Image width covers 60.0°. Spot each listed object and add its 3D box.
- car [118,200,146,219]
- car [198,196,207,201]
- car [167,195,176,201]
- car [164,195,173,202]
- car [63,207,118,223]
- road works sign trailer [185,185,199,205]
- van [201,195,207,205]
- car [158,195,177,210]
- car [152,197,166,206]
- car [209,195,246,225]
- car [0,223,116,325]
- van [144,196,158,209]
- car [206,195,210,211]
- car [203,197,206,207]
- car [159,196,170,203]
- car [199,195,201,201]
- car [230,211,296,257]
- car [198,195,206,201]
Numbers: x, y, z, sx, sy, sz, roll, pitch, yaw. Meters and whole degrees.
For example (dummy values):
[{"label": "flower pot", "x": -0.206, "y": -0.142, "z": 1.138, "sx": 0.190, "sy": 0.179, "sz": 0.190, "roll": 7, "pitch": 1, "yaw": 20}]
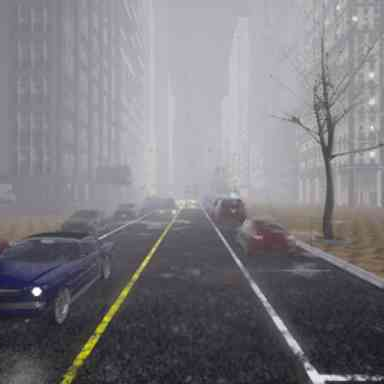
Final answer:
[{"label": "car", "x": -5.687, "y": 1.599, "z": 29.802, "sx": 1.947, "sy": 1.339, "sz": 4.313, "roll": 0, "pitch": 0, "yaw": 0}, {"label": "car", "x": 2.689, "y": 1.658, "z": 86.672, "sx": 2.008, "sy": 1.369, "sz": 4.403, "roll": 0, "pitch": 0, "yaw": 0}, {"label": "car", "x": -5.692, "y": 1.665, "z": 92.382, "sx": 2.008, "sy": 1.369, "sz": 4.403, "roll": 0, "pitch": 0, "yaw": 0}, {"label": "car", "x": -5.689, "y": 1.538, "z": 81.005, "sx": 1.967, "sy": 1.590, "sz": 4.097, "roll": 0, "pitch": 0, "yaw": 0}, {"label": "car", "x": -5.687, "y": 1.586, "z": 18.423, "sx": 1.947, "sy": 1.339, "sz": 4.313, "roll": 0, "pitch": 0, "yaw": 0}, {"label": "road works sign trailer", "x": 0.020, "y": 0.534, "z": 59.192, "sx": 2.380, "sy": 3.560, "sz": 2.880, "roll": 0, "pitch": 0, "yaw": 0}, {"label": "van", "x": 2.694, "y": 1.403, "z": 52.539, "sx": 1.690, "sy": 1.788, "sz": 3.998, "roll": 0, "pitch": 0, "yaw": 0}, {"label": "car", "x": -3.087, "y": 1.529, "z": 44.566, "sx": 1.882, "sy": 1.535, "sz": 5.008, "roll": 0, "pitch": 0, "yaw": 0}, {"label": "car", "x": -5.689, "y": 1.633, "z": 58.248, "sx": 1.947, "sy": 1.339, "sz": 4.313, "roll": 0, "pitch": 0, "yaw": 0}, {"label": "car", "x": 2.696, "y": 1.343, "z": 24.094, "sx": 2.192, "sy": 1.841, "sz": 5.009, "roll": 0, "pitch": 0, "yaw": 0}, {"label": "car", "x": -3.092, "y": 1.609, "z": 7.229, "sx": 1.895, "sy": 1.301, "sz": 4.718, "roll": 0, "pitch": 0, "yaw": 0}, {"label": "van", "x": -5.686, "y": 1.395, "z": 46.869, "sx": 1.690, "sy": 1.788, "sz": 3.998, "roll": 0, "pitch": 0, "yaw": 0}, {"label": "car", "x": 2.696, "y": 1.350, "z": 29.783, "sx": 2.192, "sy": 1.841, "sz": 5.009, "roll": 0, "pitch": 0, "yaw": 0}, {"label": "car", "x": 2.693, "y": 1.573, "z": 41.330, "sx": 1.752, "sy": 1.417, "sz": 4.829, "roll": 0, "pitch": 0, "yaw": 0}, {"label": "car", "x": -5.690, "y": 1.633, "z": 69.626, "sx": 2.008, "sy": 1.369, "sz": 4.403, "roll": 0, "pitch": 0, "yaw": 0}, {"label": "car", "x": 2.692, "y": 1.620, "z": 58.227, "sx": 2.008, "sy": 1.369, "sz": 4.403, "roll": 0, "pitch": 0, "yaw": 0}, {"label": "car", "x": 2.694, "y": 1.597, "z": 12.716, "sx": 1.802, "sy": 1.307, "sz": 4.206, "roll": 0, "pitch": 0, "yaw": 0}, {"label": "car", "x": 2.689, "y": 1.555, "z": 92.360, "sx": 1.967, "sy": 1.590, "sz": 4.097, "roll": 0, "pitch": 0, "yaw": 0}]
